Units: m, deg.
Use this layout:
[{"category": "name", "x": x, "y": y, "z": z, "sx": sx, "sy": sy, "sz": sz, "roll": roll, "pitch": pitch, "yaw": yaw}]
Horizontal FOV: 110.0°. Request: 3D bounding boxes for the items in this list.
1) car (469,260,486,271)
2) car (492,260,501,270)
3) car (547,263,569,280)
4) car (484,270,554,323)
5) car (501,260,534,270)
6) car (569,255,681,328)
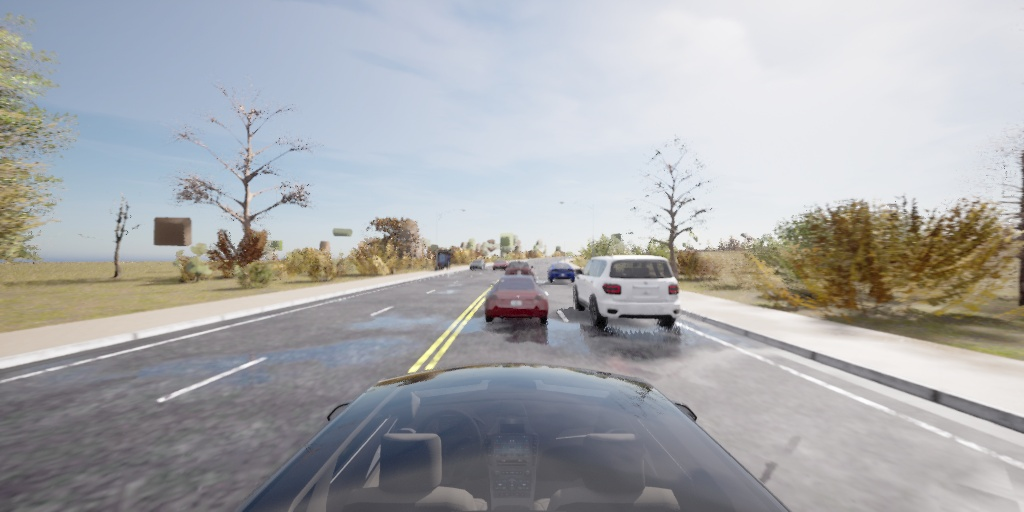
[{"category": "car", "x": -4.825, "y": 1.305, "z": 50.786, "sx": 1.837, "sy": 1.490, "sz": 4.892, "roll": 0, "pitch": 0, "yaw": 4}, {"category": "car", "x": -1.592, "y": 1.278, "z": 50.443, "sx": 1.882, "sy": 1.535, "sz": 5.008, "roll": 0, "pitch": 0, "yaw": 4}, {"category": "car", "x": 3.909, "y": 1.271, "z": 29.184, "sx": 1.882, "sy": 1.535, "sz": 5.008, "roll": 0, "pitch": 0, "yaw": 3}, {"category": "car", "x": 0.174, "y": 1.334, "z": 12.321, "sx": 1.994, "sy": 1.385, "sz": 4.181, "roll": 0, "pitch": 0, "yaw": 1}, {"category": "car", "x": 0.574, "y": 1.142, "z": 27.340, "sx": 2.097, "sy": 1.767, "sz": 4.553, "roll": 0, "pitch": 0, "yaw": 2}, {"category": "car", "x": 3.404, "y": 0.997, "z": 11.638, "sx": 2.150, "sy": 2.045, "sz": 5.566, "roll": 0, "pitch": 0, "yaw": 1}]
